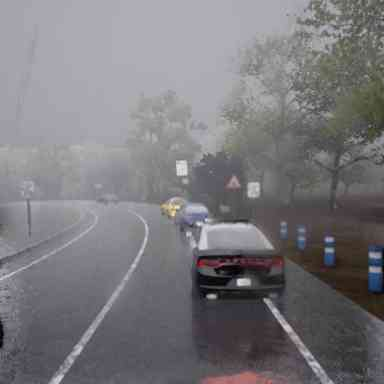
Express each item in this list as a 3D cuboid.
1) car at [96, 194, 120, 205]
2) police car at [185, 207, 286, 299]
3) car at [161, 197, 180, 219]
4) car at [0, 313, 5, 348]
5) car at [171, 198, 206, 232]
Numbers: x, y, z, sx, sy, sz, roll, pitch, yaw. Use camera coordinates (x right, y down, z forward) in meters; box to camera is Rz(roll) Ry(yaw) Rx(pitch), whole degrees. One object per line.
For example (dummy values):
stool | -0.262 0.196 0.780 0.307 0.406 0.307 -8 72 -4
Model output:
car | -11.683 0.944 45.958 2.033 1.411 5.357 -4 3 -34
police car | 0.878 1.434 8.684 1.930 1.638 5.238 0 0 -2
car | -1.187 1.121 25.195 1.801 1.575 5.366 -2 2 -14
car | -3.393 1.579 2.612 1.994 1.385 4.181 0 0 -1
car | 0.060 1.339 18.861 1.812 1.442 4.674 -1 1 -8
